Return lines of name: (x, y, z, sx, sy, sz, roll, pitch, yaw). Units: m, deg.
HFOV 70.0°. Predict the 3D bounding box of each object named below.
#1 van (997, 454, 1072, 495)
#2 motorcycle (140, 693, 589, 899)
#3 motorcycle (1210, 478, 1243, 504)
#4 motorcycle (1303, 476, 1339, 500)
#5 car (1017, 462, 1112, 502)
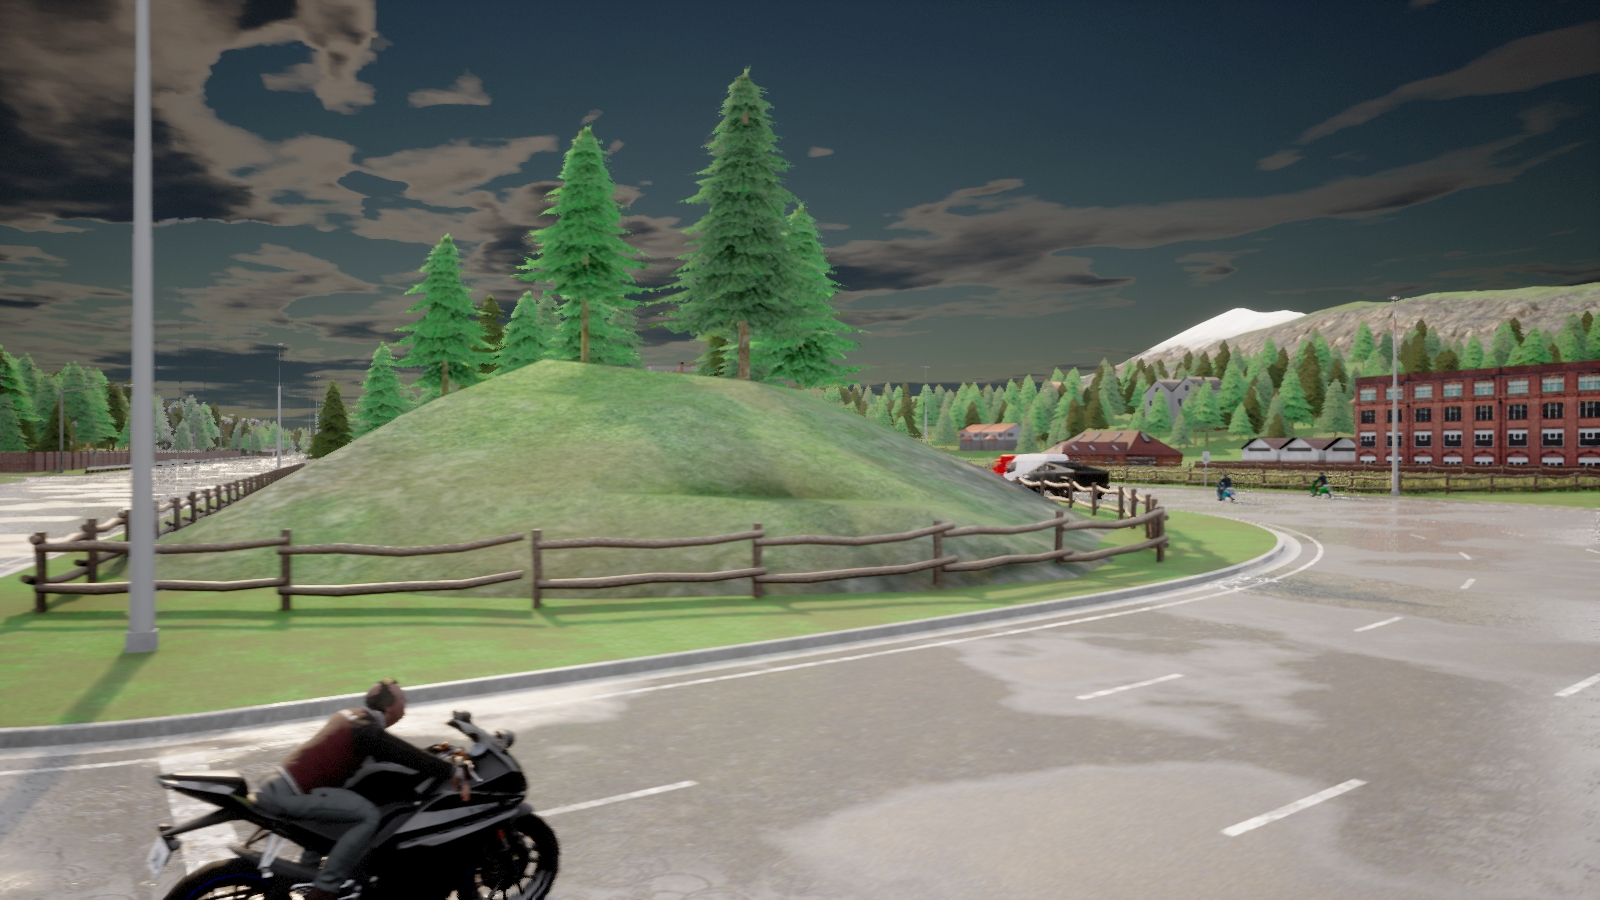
van: (15.436, 1.563, 75.502, 1.988, 2.561, 5.915, 0, 0, -21)
motorcycle: (-2.390, 2.207, 6.438, 2.209, 1.251, 0.867, 0, -1, -37)
motorcycle: (22.669, 2.168, 60.756, 0.856, 1.316, 1.805, -4, 0, -7)
motorcycle: (30.064, 2.172, 65.907, 0.856, 1.316, 1.805, -2, 1, -18)
car: (15.104, 1.779, 65.752, 2.390, 2.098, 6.274, 0, 0, -18)
